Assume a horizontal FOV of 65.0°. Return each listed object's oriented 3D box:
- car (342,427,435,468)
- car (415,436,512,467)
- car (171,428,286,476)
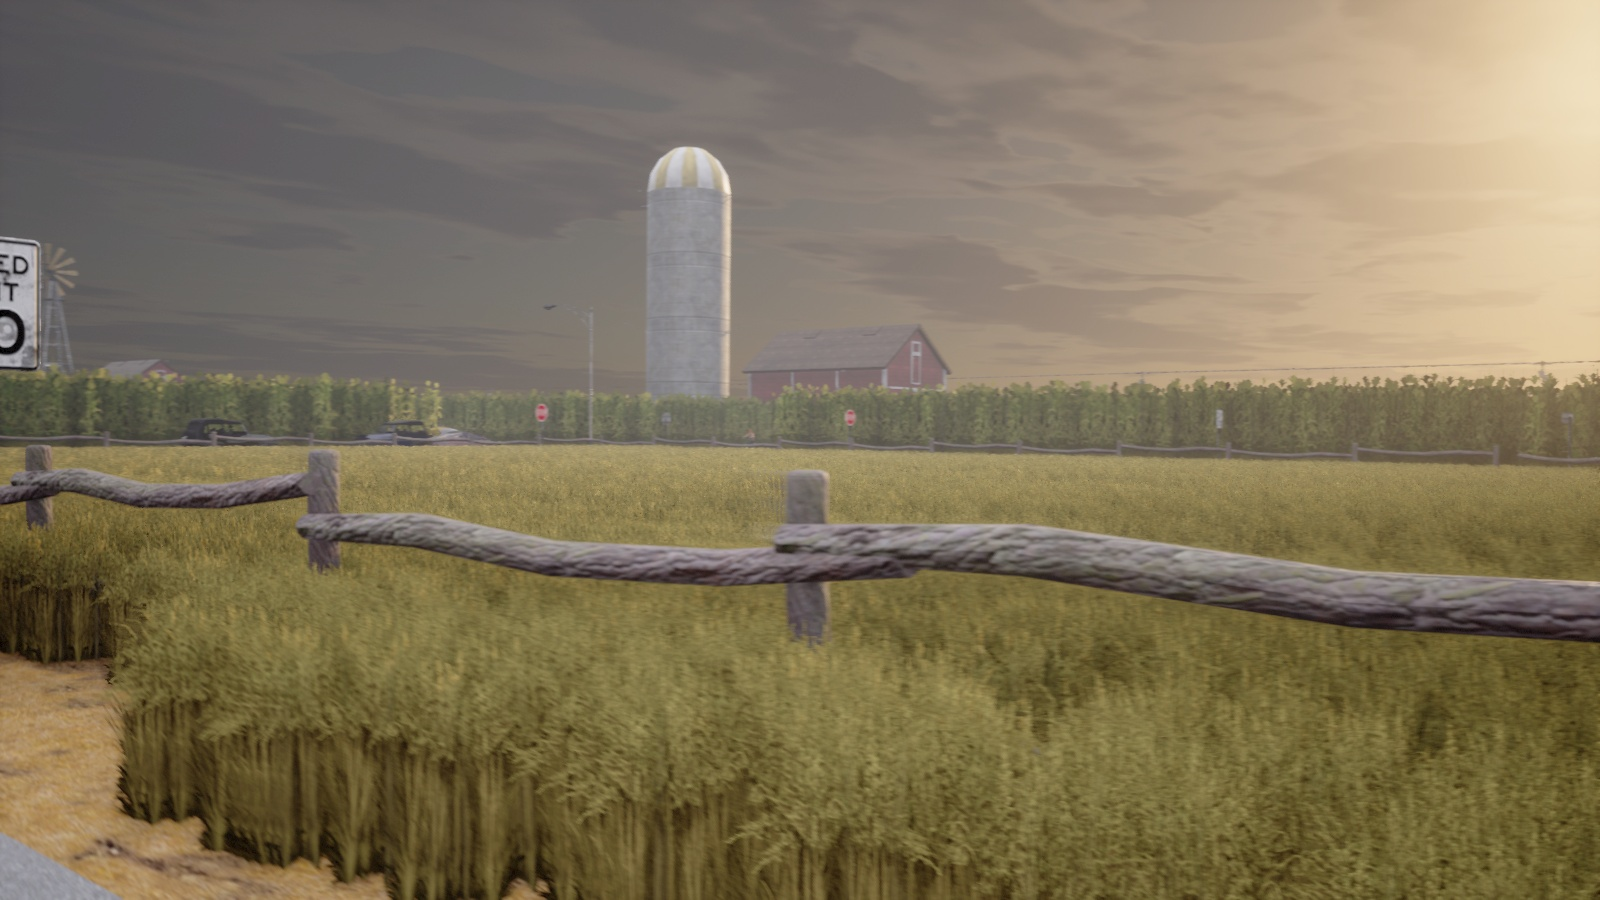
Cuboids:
[{"bbox_3d":[-20.105,-0.156,61.468,1.905,1.878,3.866,0,1,40],"label":"car"},{"bbox_3d":[-16.347,0.065,61.185,1.994,1.385,4.181,0,1,39],"label":"car"},{"bbox_3d":[-23.717,0.050,52.163,1.905,1.878,3.866,0,1,39],"label":"car"}]
